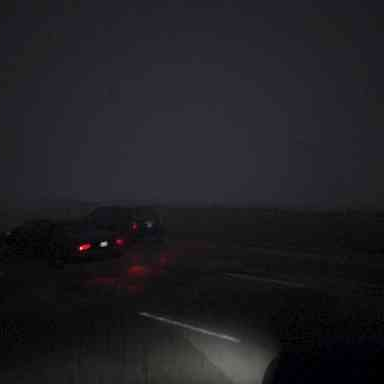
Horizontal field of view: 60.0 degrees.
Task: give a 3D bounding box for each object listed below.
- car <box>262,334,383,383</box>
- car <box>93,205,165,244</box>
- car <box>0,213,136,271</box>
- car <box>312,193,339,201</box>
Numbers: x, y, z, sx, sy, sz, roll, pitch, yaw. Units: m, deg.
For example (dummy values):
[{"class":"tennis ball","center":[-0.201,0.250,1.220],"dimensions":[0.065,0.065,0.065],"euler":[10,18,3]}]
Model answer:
[{"class":"car","center":[2.615,1.518,1.627],"dimensions":[4.674,1.442,1.812],"euler":[0,0,35]},{"class":"car","center":[-3.418,1.352,14.462],"dimensions":[4.553,1.767,2.097],"euler":[0,0,35]},{"class":"car","center":[-4.577,1.552,10.994],"dimensions":[5.357,1.411,2.033],"euler":[0,0,35]},{"class":"car","center":[24.421,1.121,60.953],"dimensions":[4.605,1.855,1.932],"euler":[0,0,35]}]
